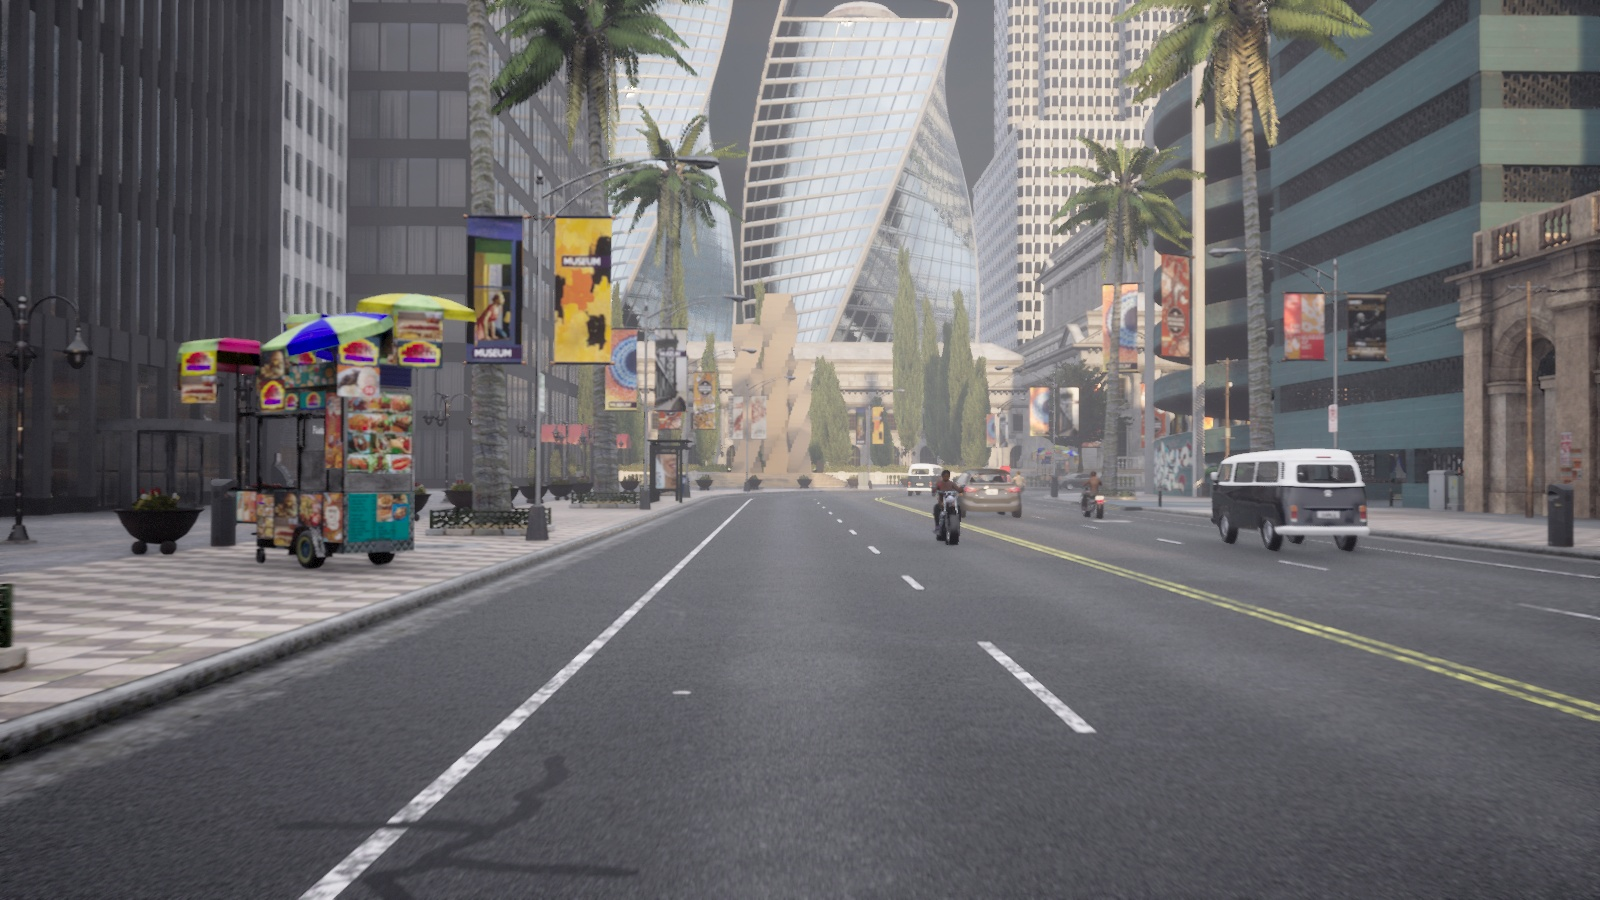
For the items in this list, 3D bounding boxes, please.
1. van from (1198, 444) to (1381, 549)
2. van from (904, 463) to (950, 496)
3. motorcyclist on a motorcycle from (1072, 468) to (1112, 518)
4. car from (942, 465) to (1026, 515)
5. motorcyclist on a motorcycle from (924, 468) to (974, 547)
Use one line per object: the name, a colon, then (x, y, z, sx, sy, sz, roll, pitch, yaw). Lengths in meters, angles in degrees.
van: (10.212, 0.943, 26.631, 2.069, 2.038, 4.480, 0, -1, -1)
van: (8.134, 1.849, 80.263, 2.069, 2.038, 4.480, -1, -1, 17)
motorcyclist on a motorcycle: (9.966, 1.445, 42.965, 0.766, 1.649, 2.350, 0, -1, -1)
car: (6.441, 1.379, 44.539, 2.242, 1.667, 4.611, 0, -1, -1)
motorcyclist on a motorcycle: (3.203, 1.208, 27.207, 0.766, 1.649, 2.350, 0, -1, -1)
